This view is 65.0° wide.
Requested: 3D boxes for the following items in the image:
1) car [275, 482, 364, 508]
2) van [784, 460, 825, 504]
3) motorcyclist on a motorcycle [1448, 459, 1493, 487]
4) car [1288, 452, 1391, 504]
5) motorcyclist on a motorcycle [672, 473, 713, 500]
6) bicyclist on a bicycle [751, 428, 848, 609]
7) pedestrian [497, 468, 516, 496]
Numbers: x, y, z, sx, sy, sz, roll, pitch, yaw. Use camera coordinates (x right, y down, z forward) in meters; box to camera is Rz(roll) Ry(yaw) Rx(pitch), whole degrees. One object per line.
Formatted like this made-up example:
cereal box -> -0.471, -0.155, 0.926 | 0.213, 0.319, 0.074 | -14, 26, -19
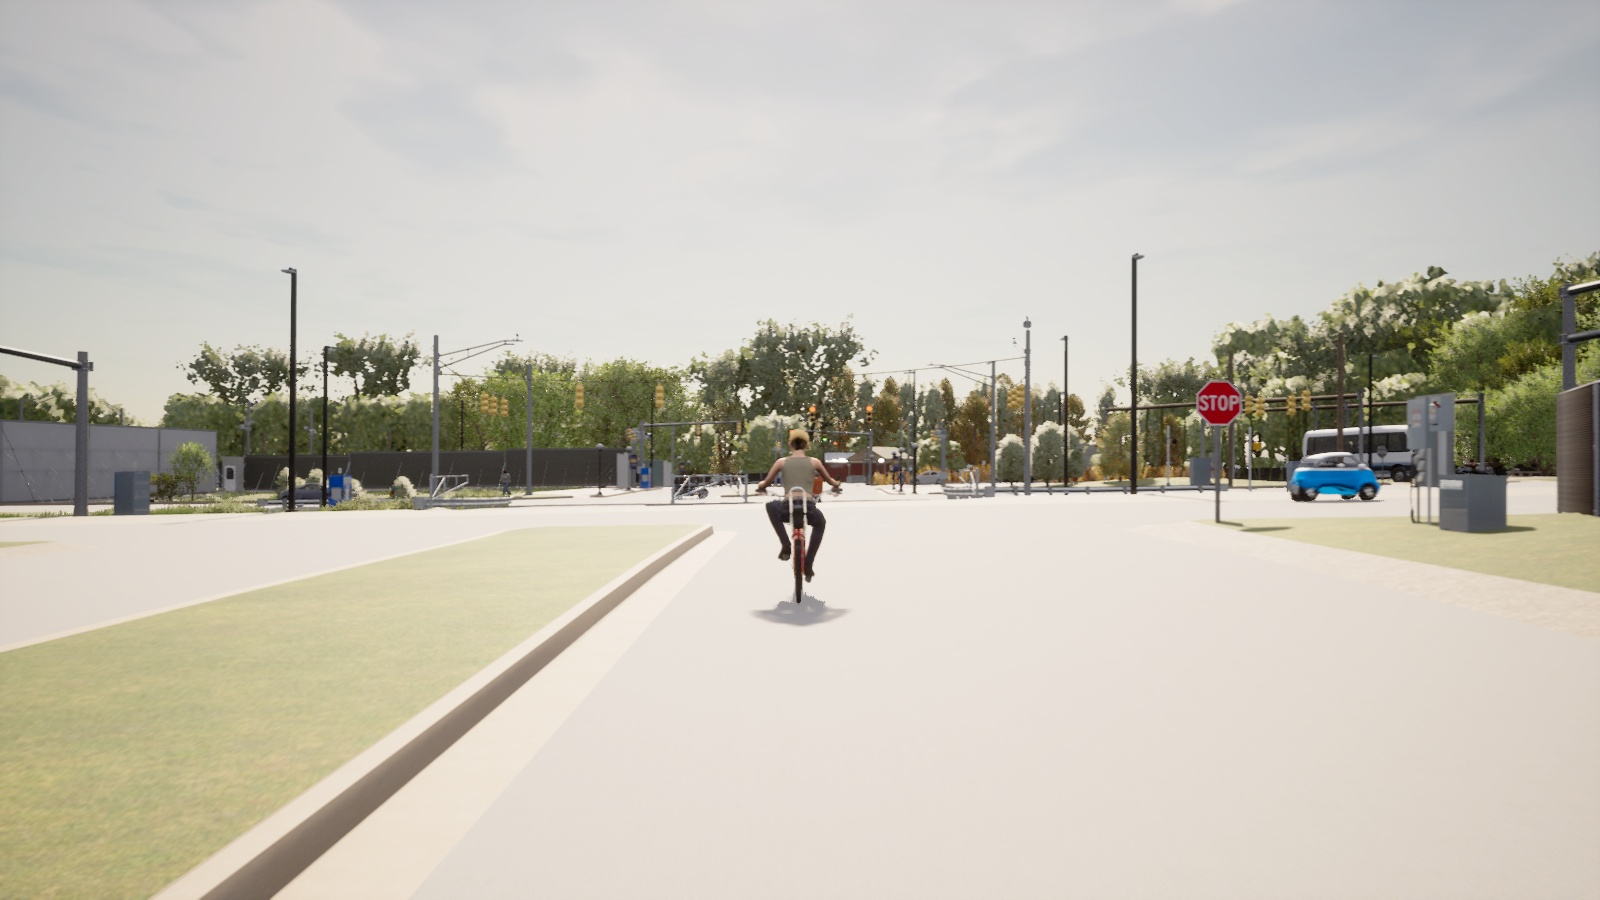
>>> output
car -> -26.880, 2.494, 70.346 | 4.181, 1.385, 1.994 | -1, -1, 0
van -> 0.170, 1.501, 59.968 | 1.775, 1.987, 4.442 | -1, 0, -2
motorcyclist on a motorcycle -> 41.167, 1.390, 77.116 | 2.350, 1.649, 0.766 | -1, -1, 2
car -> 15.174, 0.772, 35.389 | 2.207, 1.376, 1.481 | -1, -1, 0
motorcyclist on a motorcycle -> -6.564, 2.218, 76.784 | 2.350, 1.649, 0.766 | 0, -1, -24
bicyclist on a bicycle -> 0.004, 0.608, 11.972 | 0.866, 1.612, 1.509 | 0, 0, 1
pedestrian -> -19.452, 2.120, 83.189 | 0.874, 1.855, 0.900 | 0, -1, 40
